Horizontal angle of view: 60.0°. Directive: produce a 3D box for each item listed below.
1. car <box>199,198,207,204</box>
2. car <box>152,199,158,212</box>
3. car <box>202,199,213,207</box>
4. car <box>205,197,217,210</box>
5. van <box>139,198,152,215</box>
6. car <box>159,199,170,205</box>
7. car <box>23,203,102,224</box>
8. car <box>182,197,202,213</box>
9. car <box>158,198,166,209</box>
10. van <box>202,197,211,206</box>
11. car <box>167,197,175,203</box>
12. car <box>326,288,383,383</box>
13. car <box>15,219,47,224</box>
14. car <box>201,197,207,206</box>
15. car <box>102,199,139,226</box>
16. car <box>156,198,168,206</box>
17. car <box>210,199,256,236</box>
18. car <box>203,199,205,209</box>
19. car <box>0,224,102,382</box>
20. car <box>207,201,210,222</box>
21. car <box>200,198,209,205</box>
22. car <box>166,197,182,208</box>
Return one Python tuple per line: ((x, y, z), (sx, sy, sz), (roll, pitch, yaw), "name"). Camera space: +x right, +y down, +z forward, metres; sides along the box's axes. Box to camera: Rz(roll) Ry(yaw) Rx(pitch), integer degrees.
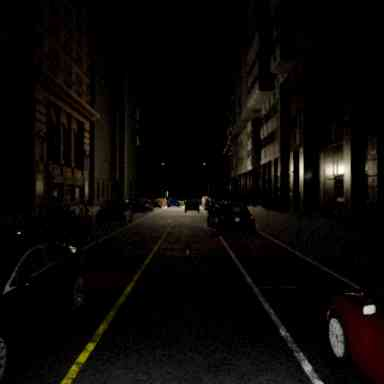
((2.758, 2.180, 81.448), (1.802, 1.307, 4.206), (0, 0, 0), "car")
((-5.764, 1.824, 42.050), (1.752, 1.417, 4.829), (0, 0, 0), "car")
((2.760, 1.953, 59.211), (1.752, 1.417, 4.829), (0, 0, 0), "car")
((2.762, 1.699, 36.634), (1.967, 1.590, 4.097), (0, 0, 0), "car")
((-5.763, 1.600, 36.620), (1.690, 1.788, 3.998), (0, 0, 0), "van")
((-5.767, 2.094, 70.227), (1.802, 1.307, 4.206), (0, 0, 0), "car")
((-5.761, 1.414, 14.214), (2.192, 1.841, 5.009), (0, 0, 0), "car")
((0.035, 1.779, 42.348), (1.882, 1.535, 5.008), (0, 0, 0), "car")
((-5.765, 1.824, 53.425), (1.967, 1.590, 4.097), (0, 0, 0), "car")
((2.760, 1.811, 64.644), (1.690, 1.788, 3.998), (0, 0, 0), "van")
((-5.768, 2.209, 92.464), (1.752, 1.417, 4.829), (0, 0, 0), "car")
((2.765, 1.566, 3.021), (1.887, 1.381, 4.507), (0, 0, 0), "car")
((-5.761, 1.626, 8.611), (1.947, 1.339, 4.313), (0, 0, 0), "car")
((2.761, 1.657, 47.838), (2.192, 1.841, 5.009), (0, 0, 0), "car")
((-5.762, 1.492, 25.417), (2.192, 1.841, 5.009), (0, 0, 0), "car")
((-5.766, 1.909, 64.627), (1.967, 1.590, 4.097), (0, 0, 0), "car")
((2.388, 1.489, 19.649), (2.097, 1.767, 4.553), (0, 0, 0), "car")
((2.761, 1.882, 42.234), (1.802, 1.307, 4.206), (0, 0, 0), "car")
((-3.101, 1.528, 5.139), (2.128, 1.511, 4.902), (0, 0, 0), "car")
((2.762, 1.769, 31.031), (2.008, 1.369, 4.403), (0, 0, 0), "car")
((2.758, 2.137, 75.847), (1.802, 1.307, 4.206), (0, 0, 0), "car")
((-3.037, 1.925, 55.457), (1.812, 1.442, 4.674), (0, -1, 1), "car")
